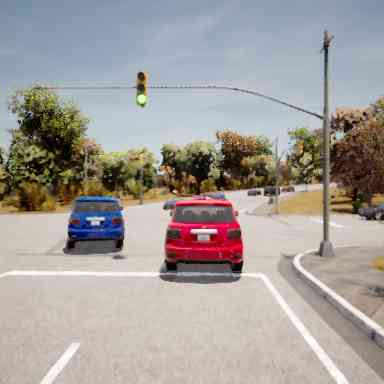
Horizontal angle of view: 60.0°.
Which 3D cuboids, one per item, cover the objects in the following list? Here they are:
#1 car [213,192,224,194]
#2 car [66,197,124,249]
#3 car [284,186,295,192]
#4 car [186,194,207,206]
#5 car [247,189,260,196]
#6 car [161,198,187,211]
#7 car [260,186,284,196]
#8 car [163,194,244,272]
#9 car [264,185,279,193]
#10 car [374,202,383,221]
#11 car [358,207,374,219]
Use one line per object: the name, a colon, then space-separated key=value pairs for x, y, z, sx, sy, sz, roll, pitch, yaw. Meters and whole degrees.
car: x=4.704 y=0.732 z=61.137 sx=1.812 sy=1.442 sz=4.674 roll=0 pitch=3 yaw=25
car: x=-4.250 y=1.225 z=14.823 sx=2.150 sy=2.045 sz=5.566 roll=1 pitch=0 yaw=-15
car: x=22.348 y=-0.748 z=77.275 sx=1.812 sy=1.442 sz=4.674 roll=0 pitch=4 yaw=37
car: x=0.807 y=1.205 z=51.705 sx=1.812 sy=1.442 sz=4.674 roll=0 pitch=2 yaw=20
car: x=13.174 y=0.026 z=69.693 sx=2.128 sy=1.511 sz=4.902 roll=0 pitch=4 yaw=32
car: x=-2.206 y=1.504 z=42.156 sx=1.994 sy=1.385 sz=4.181 roll=0 pitch=1 yaw=16
car: x=16.507 y=-0.310 z=68.455 sx=2.150 sy=2.045 sz=5.566 roll=0 pitch=4 yaw=32
car: x=0.407 y=1.225 z=10.972 sx=2.150 sy=2.045 sz=5.566 roll=0 pitch=0 yaw=2
car: x=18.734 y=-0.722 z=78.247 sx=1.812 sy=1.442 sz=4.674 roll=0 pitch=4 yaw=37
car: x=15.322 y=1.521 z=22.777 sx=4.181 sy=1.385 sz=1.994 roll=-1 pitch=0 yaw=3
car: x=15.802 y=1.458 z=26.260 sx=4.892 sy=1.490 sz=1.837 roll=-1 pitch=0 yaw=3
